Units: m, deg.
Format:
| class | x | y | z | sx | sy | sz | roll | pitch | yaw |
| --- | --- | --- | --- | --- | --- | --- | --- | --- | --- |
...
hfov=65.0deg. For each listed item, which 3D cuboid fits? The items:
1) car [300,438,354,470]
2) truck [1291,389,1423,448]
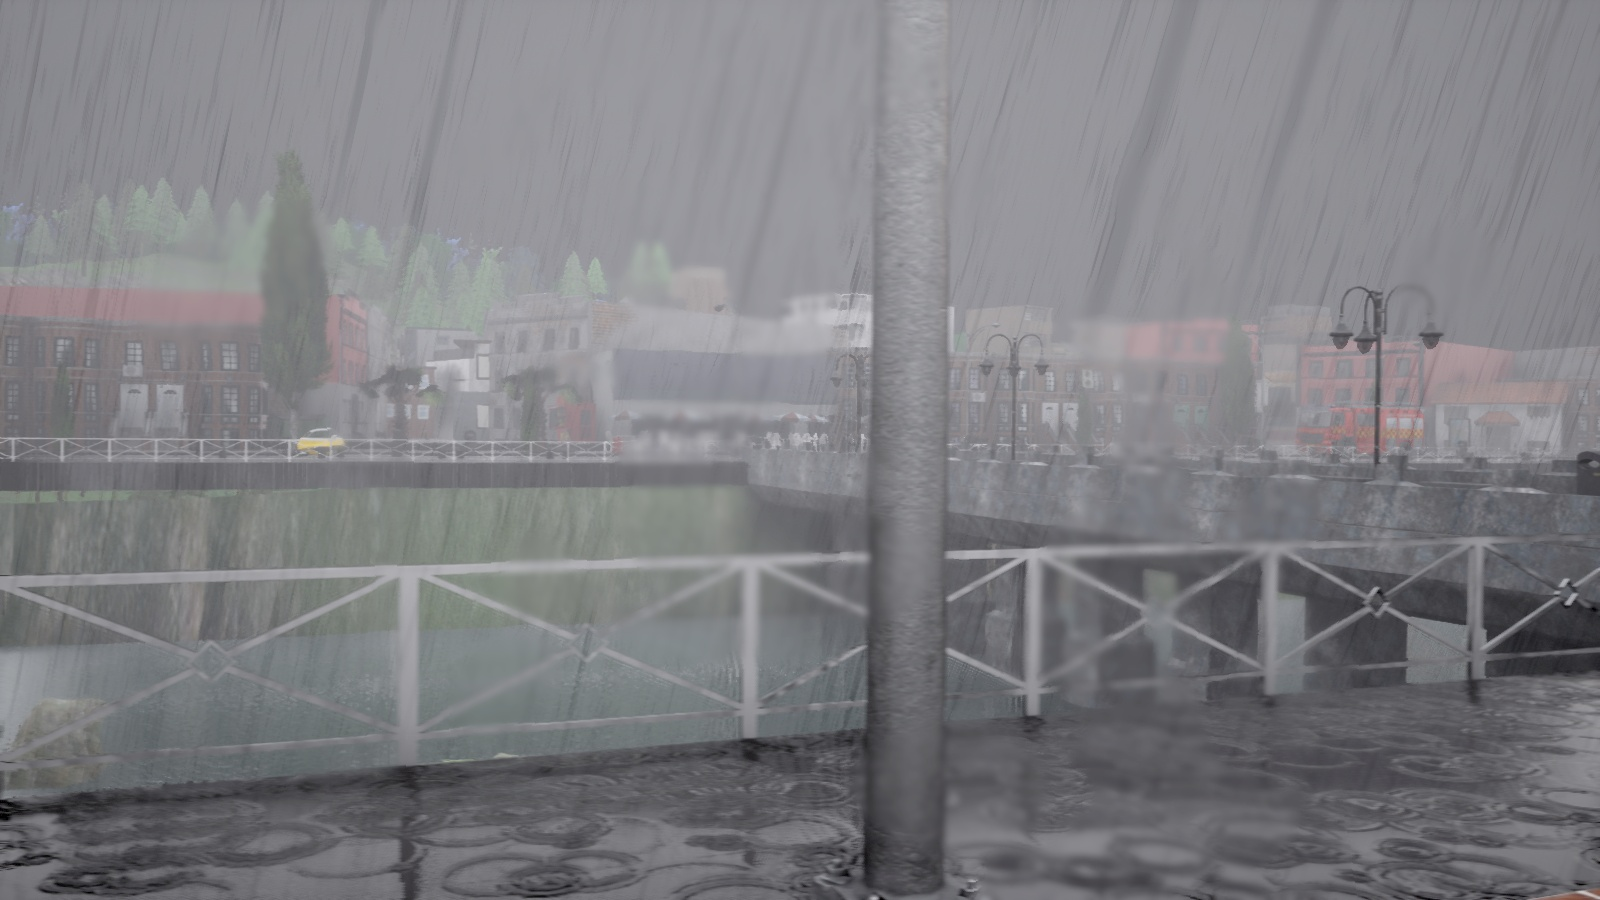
| class | x | y | z | sx | sy | sz | roll | pitch | yaw |
| --- | --- | --- | --- | --- | --- | --- | --- | --- | --- |
| car | -21.567 | 0.154 | 57.272 | 2.207 | 1.376 | 1.481 | -1 | 1 | -21 |
| truck | 37.238 | -2.134 | 83.880 | 8.468 | 3.827 | 2.891 | -1 | 1 | -21 |
